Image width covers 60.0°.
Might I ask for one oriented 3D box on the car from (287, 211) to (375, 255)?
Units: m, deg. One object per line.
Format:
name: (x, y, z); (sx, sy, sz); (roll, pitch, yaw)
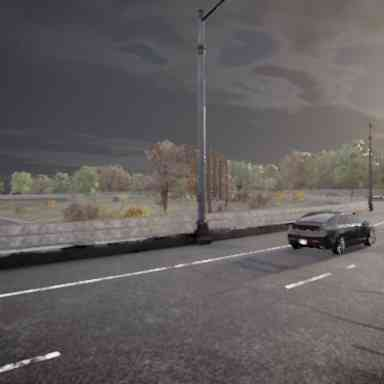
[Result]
car: (5.731, 1.518, 13.443); (4.892, 1.490, 1.837); (0, 0, -42)
